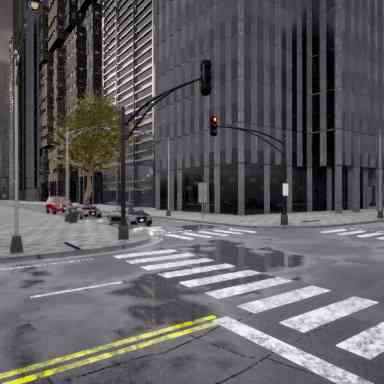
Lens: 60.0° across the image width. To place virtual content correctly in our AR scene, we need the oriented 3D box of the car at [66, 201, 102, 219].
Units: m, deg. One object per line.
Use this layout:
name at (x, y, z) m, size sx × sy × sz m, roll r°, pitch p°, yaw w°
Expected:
car at (-10.239, 1.817, 31.974) m, size 1.994 × 1.385 × 4.181 m, roll 0°, pitch 0°, yaw -36°

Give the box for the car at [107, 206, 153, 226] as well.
car at (-4.518, 1.729, 23.938) m, size 1.994 × 1.385 × 4.181 m, roll 0°, pitch 0°, yaw -35°

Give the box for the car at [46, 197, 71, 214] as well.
car at (-16.140, 1.574, 40.305) m, size 2.150 × 2.045 × 5.566 m, roll 0°, pitch 0°, yaw -35°
